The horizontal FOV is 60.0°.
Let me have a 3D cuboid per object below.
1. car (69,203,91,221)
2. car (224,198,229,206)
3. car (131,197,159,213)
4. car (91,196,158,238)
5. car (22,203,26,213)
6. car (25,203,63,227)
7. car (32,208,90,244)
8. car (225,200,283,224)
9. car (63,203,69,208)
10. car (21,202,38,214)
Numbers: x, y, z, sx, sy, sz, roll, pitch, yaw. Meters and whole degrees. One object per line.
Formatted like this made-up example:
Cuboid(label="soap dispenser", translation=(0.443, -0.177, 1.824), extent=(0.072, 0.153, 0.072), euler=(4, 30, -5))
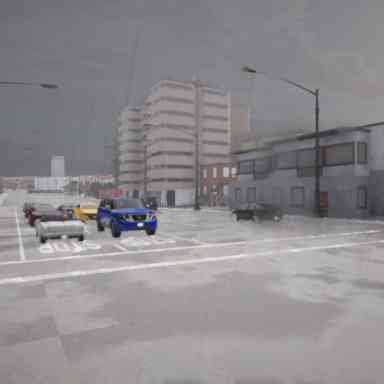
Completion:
Cuboid(label="car", translation=(-8.531, 1.667, 27.403), extent=(1.882, 1.535, 5.008), euler=(0, -1, -28))
Cuboid(label="car", translation=(6.848, 1.629, 53.923), extent=(1.970, 1.475, 3.806), euler=(0, -1, -28))
Cuboid(label="car", translation=(-6.625, 1.724, 46.344), extent=(2.150, 2.045, 5.566), euler=(0, -1, -28))
Cuboid(label="car", translation=(-3.814, 1.269, 18.600), extent=(2.150, 2.045, 5.566), euler=(0, -1, -28))
Cuboid(label="car", translation=(-16.391, 2.001, 34.683), extent=(1.895, 1.301, 4.718), euler=(0, -1, -28))
Cuboid(label="car", translation=(-11.172, 1.657, 24.928), extent=(1.882, 1.535, 5.008), euler=(0, -1, -28))
Cuboid(label="car", translation=(-6.507, 1.645, 16.211), extent=(1.895, 1.301, 4.718), euler=(0, -1, -28))
Cuboid(label="car", translation=(4.749, 1.557, 25.004), extent=(1.837, 1.490, 4.892), euler=(1, -1, -24))
Cuboid(label="car", translation=(-14.050, 1.992, 37.753), extent=(1.994, 1.385, 4.181), euler=(0, -1, -27))
Cuboid(label="car", translation=(-23.781, 2.288, 48.678), extent=(2.033, 1.411, 5.357), euler=(0, 0, -28))
